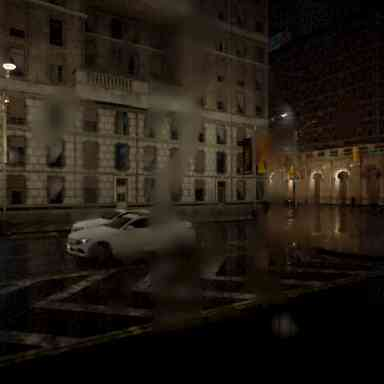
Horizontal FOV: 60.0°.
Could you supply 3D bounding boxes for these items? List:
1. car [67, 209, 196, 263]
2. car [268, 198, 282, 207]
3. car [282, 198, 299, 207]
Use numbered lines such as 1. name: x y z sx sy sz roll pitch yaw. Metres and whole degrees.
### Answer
1. car: -2.049 1.525 12.088 4.674 1.442 1.812 0 0 -32
2. car: 10.866 1.601 50.404 1.895 1.301 4.718 0 0 -32
3. car: 14.406 1.564 51.366 1.994 1.385 4.181 0 0 -32
